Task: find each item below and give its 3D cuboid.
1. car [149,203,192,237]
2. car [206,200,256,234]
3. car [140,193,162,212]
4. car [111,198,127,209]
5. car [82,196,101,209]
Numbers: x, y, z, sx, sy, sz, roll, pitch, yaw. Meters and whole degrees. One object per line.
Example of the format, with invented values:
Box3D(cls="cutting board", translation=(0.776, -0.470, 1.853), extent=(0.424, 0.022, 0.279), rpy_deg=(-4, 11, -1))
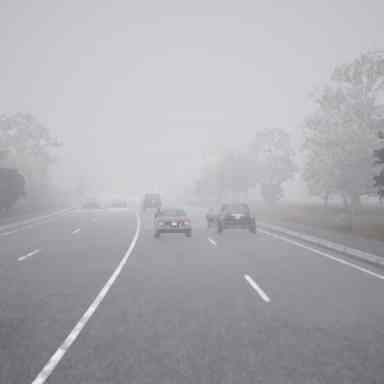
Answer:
Box3D(cls="car", translation=(-1.141, 1.530, 17.982), extent=(2.033, 1.411, 5.357), rpy_deg=(0, 0, -7))
Box3D(cls="car", translation=(2.147, 1.328, 19.461), extent=(2.097, 1.767, 4.553), rpy_deg=(0, 0, -7))
Box3D(cls="car", translation=(-4.803, 1.188, 39.184), extent=(2.150, 2.045, 5.566), rpy_deg=(0, 0, -12))
Box3D(cls="car", translation=(-9.939, 1.531, 45.382), extent=(1.994, 1.385, 4.181), rpy_deg=(0, 0, -13))
Box3D(cls="car", translation=(-13.146, 1.324, 43.678), extent=(2.097, 1.767, 4.553), rpy_deg=(0, 0, -13))
